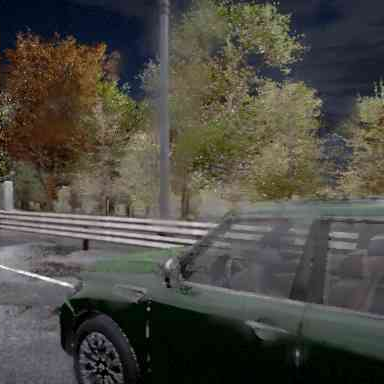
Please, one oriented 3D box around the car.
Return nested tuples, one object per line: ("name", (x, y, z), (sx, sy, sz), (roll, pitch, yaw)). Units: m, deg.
("car", (1.180, 1.042, 2.806), (5.566, 2.045, 2.150), (0, 0, 38))
